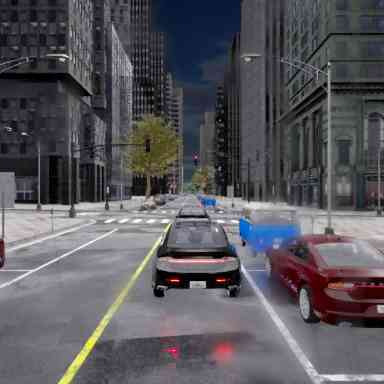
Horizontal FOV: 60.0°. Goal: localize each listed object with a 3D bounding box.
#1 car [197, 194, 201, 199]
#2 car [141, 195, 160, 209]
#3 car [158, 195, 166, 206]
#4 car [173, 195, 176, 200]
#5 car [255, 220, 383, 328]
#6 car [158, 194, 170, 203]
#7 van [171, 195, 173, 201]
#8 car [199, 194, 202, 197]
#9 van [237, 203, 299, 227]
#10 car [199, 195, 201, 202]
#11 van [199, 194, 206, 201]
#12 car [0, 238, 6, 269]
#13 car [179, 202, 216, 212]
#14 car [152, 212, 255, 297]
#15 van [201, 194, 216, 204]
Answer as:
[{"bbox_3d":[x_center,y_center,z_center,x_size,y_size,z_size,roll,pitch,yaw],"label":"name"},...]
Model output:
[{"bbox_3d":[2.664,1.599,72.167,2.008,1.369,4.403,0,0,0],"label":"car"},{"bbox_3d":[-5.829,1.545,44.934,1.752,1.417,4.829,0,0,0],"label":"car"},{"bbox_3d":[-5.838,1.574,55.684,1.887,1.381,4.507,0,0,0],"label":"car"},{"bbox_3d":[-5.882,1.636,87.417,1.947,1.339,4.313,0,0,0],"label":"car"},{"bbox_3d":[2.769,1.545,7.004,1.887,1.381,4.507,0,0,0],"label":"car"},{"bbox_3d":[-5.844,1.349,60.974,2.192,1.841,5.009,0,0,0],"label":"car"},{"bbox_3d":[-5.867,1.395,76.840,1.690,1.788,3.998,0,0,0],"label":"van"},{"bbox_3d":[2.679,1.579,61.340,1.887,1.381,4.507,0,0,0],"label":"car"},{"bbox_3d":[2.763,1.343,12.530,1.690,1.788,3.998,0,0,0],"label":"van"},{"bbox_3d":[2.687,1.595,55.927,1.947,1.339,4.313,0,0,0],"label":"car"},{"bbox_3d":[2.650,1.404,82.994,1.690,1.788,3.998,0,0,0],"label":"van"},{"bbox_3d":[-5.786,1.545,7.011,1.887,1.381,4.507,0,0,0],"label":"car"},{"bbox_3d":[0.061,1.495,17.928,2.128,1.511,4.902,0,0,1],"label":"car"},{"bbox_3d":[0.089,1.492,8.542,2.128,1.511,4.902,0,0,0],"label":"car"},{"bbox_3d":[2.695,1.365,50.514,1.690,1.788,3.998,0,0,0],"label":"van"}]
